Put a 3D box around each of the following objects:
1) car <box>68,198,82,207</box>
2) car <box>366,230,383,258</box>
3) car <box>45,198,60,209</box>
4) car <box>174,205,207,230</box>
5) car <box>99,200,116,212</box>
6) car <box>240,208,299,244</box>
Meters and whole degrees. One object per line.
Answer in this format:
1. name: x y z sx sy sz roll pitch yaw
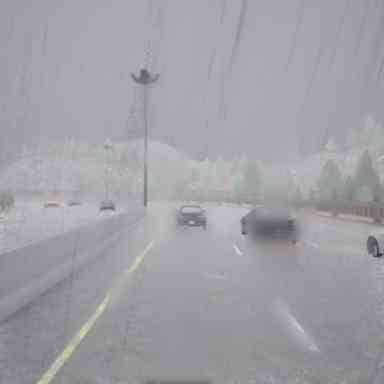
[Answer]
1. car: -19.495 1.727 55.263 1.994 1.385 4.181 0 0 -25
2. car: 7.099 1.531 9.870 1.812 1.442 4.674 0 0 0
3. car: -20.452 1.613 48.779 1.882 1.535 5.008 0 0 -22
4. car: -0.117 1.545 21.072 1.812 1.442 4.674 0 0 -3
5. car: -10.239 1.624 40.218 2.033 1.411 5.357 0 0 -15
6. car: 3.558 1.489 16.016 1.882 1.535 5.008 0 0 -1
